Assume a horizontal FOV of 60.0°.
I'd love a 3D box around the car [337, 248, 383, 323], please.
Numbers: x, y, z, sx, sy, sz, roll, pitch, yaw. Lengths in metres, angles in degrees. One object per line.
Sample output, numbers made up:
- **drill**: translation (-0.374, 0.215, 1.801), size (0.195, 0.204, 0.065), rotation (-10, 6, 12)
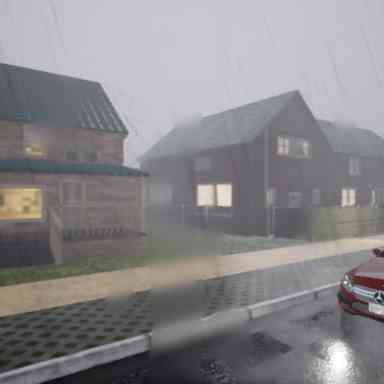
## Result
- **car**: translation (4.781, 1.568, 6.466), size (4.674, 1.442, 1.812), rotation (0, 0, -35)
